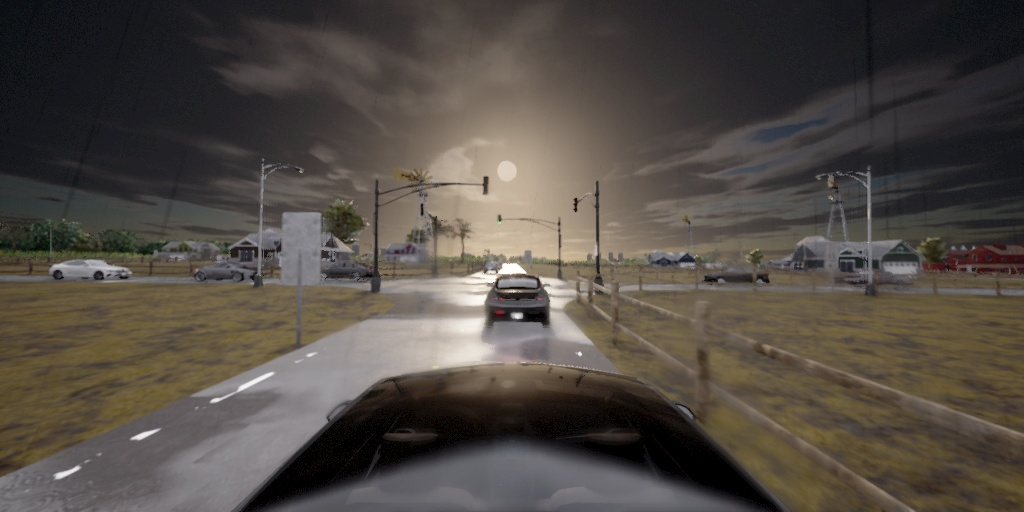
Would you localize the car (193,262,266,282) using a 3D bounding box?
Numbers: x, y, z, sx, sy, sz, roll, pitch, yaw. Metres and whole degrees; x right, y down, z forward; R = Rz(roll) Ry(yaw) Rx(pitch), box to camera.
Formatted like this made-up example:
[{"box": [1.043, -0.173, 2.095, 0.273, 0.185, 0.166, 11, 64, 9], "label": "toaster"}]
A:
[{"box": [-20.180, 1.137, 25.751, 4.181, 1.385, 1.994, 1, -2, 0], "label": "car"}]

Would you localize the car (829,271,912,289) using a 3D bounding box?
[{"box": [29.239, 1.927, 29.324, 5.357, 1.411, 2.033, 1, -2, 0], "label": "car"}]

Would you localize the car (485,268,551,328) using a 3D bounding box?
[{"box": [0.208, 1.297, 11.619, 1.837, 1.490, 4.892, 0, 0, 2], "label": "car"}]

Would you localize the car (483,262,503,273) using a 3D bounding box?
[{"box": [-2.789, 1.519, 48.703, 2.128, 1.511, 4.902, 0, 0, 1], "label": "car"}]

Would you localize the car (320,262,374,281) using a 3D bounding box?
[{"box": [-13.562, 1.265, 29.326, 4.892, 1.490, 1.837, 0, -3, 7], "label": "car"}]

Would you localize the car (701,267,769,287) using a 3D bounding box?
[{"box": [18.164, 1.674, 29.342, 5.008, 1.535, 1.882, 1, -2, 0], "label": "car"}]

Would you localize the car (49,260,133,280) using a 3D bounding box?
[{"box": [-30.228, 0.983, 25.778, 4.674, 1.442, 1.812, 1, -2, 0], "label": "car"}]

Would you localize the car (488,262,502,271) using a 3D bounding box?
[{"box": [-2.748, 1.659, 58.464, 2.033, 1.411, 5.357, 0, -1, 1], "label": "car"}]
